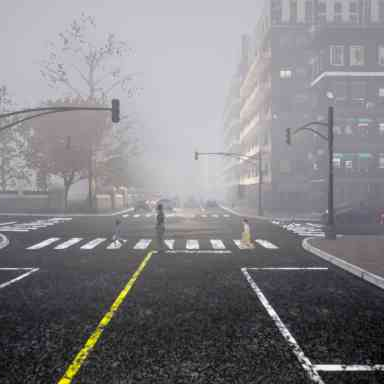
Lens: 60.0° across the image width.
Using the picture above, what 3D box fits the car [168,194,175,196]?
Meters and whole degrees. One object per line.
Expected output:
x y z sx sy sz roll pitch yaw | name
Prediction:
-3.163 1.565 65.279 1.837 1.490 4.892 0 0 1 | car

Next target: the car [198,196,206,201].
2.531 1.649 84.779 2.008 1.369 4.403 0 0 0 | car

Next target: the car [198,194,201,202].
2.575 1.494 62.258 1.967 1.590 4.097 0 0 0 | car

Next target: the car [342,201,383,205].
13.415 1.609 27.435 5.009 1.841 2.192 1 -1 -1 | car

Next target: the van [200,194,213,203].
2.597 1.377 50.998 1.690 1.788 3.998 0 0 0 | van

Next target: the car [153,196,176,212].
-3.167 1.548 39.128 1.812 1.442 4.674 0 0 0 | car

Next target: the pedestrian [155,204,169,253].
-1.145 1.296 12.201 0.375 1.860 0.375 0 0 0 | pedestrian

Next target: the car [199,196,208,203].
2.553 1.619 73.518 1.887 1.381 4.507 0 0 0 | car

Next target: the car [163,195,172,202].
-5.837 1.526 79.132 1.967 1.590 4.097 0 0 0 | car

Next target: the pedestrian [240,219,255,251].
2.126 1.577 12.806 0.375 1.300 0.375 0 0 0 | pedestrian

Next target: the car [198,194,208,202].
2.543 1.401 79.148 2.192 1.841 5.009 0 0 0 | car

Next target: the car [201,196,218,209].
2.608 1.574 45.367 1.887 1.381 4.507 0 0 0 | car

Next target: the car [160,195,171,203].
-5.827 1.515 73.503 1.967 1.590 4.097 0 0 0 | car

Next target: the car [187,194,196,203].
-0.130 1.612 68.448 2.033 1.411 5.357 0 0 0 | car

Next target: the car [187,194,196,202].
-0.148 1.318 78.837 2.097 1.767 4.553 0 0 0 | car

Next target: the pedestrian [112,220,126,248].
-2.950 1.276 13.398 0.375 1.860 0.375 0 0 0 | pedestrian

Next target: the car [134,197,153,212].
-5.762 1.589 39.721 1.947 1.339 4.313 0 0 0 | car

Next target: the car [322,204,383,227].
11.989 1.822 24.809 4.181 1.385 1.994 1 0 -1 | car

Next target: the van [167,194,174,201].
-5.860 1.453 90.393 1.690 1.788 3.998 0 0 0 | van

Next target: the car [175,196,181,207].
-3.187 1.637 50.954 1.895 1.301 4.718 0 0 0 | car

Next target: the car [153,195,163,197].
-5.783 1.561 50.812 1.752 1.417 4.829 0 0 0 | car
